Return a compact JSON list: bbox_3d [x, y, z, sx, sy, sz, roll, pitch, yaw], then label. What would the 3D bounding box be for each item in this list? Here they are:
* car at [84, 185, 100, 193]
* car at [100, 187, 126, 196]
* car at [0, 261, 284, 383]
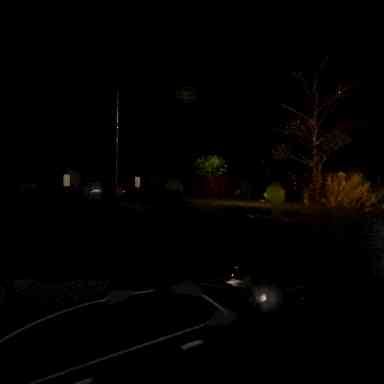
[{"bbox_3d":[-17.931,-0.549,59.727,2.128,1.511,4.902,0,2,-36],"label":"car"},{"bbox_3d":[-12.096,-0.118,51.642,1.895,1.301,4.718,0,2,-36],"label":"car"},{"bbox_3d":[-1.250,1.518,2.975,4.892,1.490,1.837,0,0,-36],"label":"car"}]
